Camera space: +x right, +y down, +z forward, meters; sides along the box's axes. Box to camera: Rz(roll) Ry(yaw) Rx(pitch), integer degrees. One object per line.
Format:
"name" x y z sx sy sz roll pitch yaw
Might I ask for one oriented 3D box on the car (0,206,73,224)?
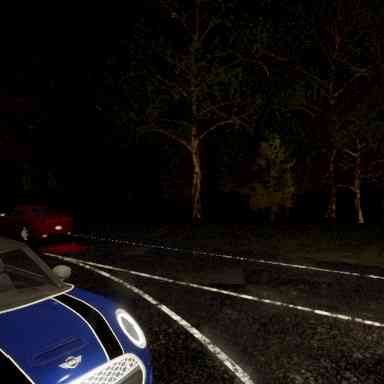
"car" -7.750 1.396 15.886 5.008 1.535 1.882 0 0 37

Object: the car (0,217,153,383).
"car" -2.592 1.338 3.733 4.553 1.767 2.097 1 0 35
